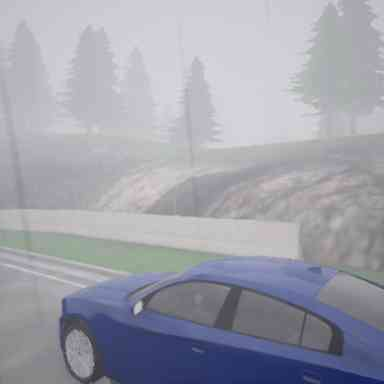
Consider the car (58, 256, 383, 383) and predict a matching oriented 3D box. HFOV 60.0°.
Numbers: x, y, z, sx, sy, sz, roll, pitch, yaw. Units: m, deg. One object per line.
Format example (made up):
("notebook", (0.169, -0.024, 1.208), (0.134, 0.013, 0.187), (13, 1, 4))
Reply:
("car", (0.523, 1.493, 3.737), (5.008, 1.535, 1.882), (0, 0, 35))
